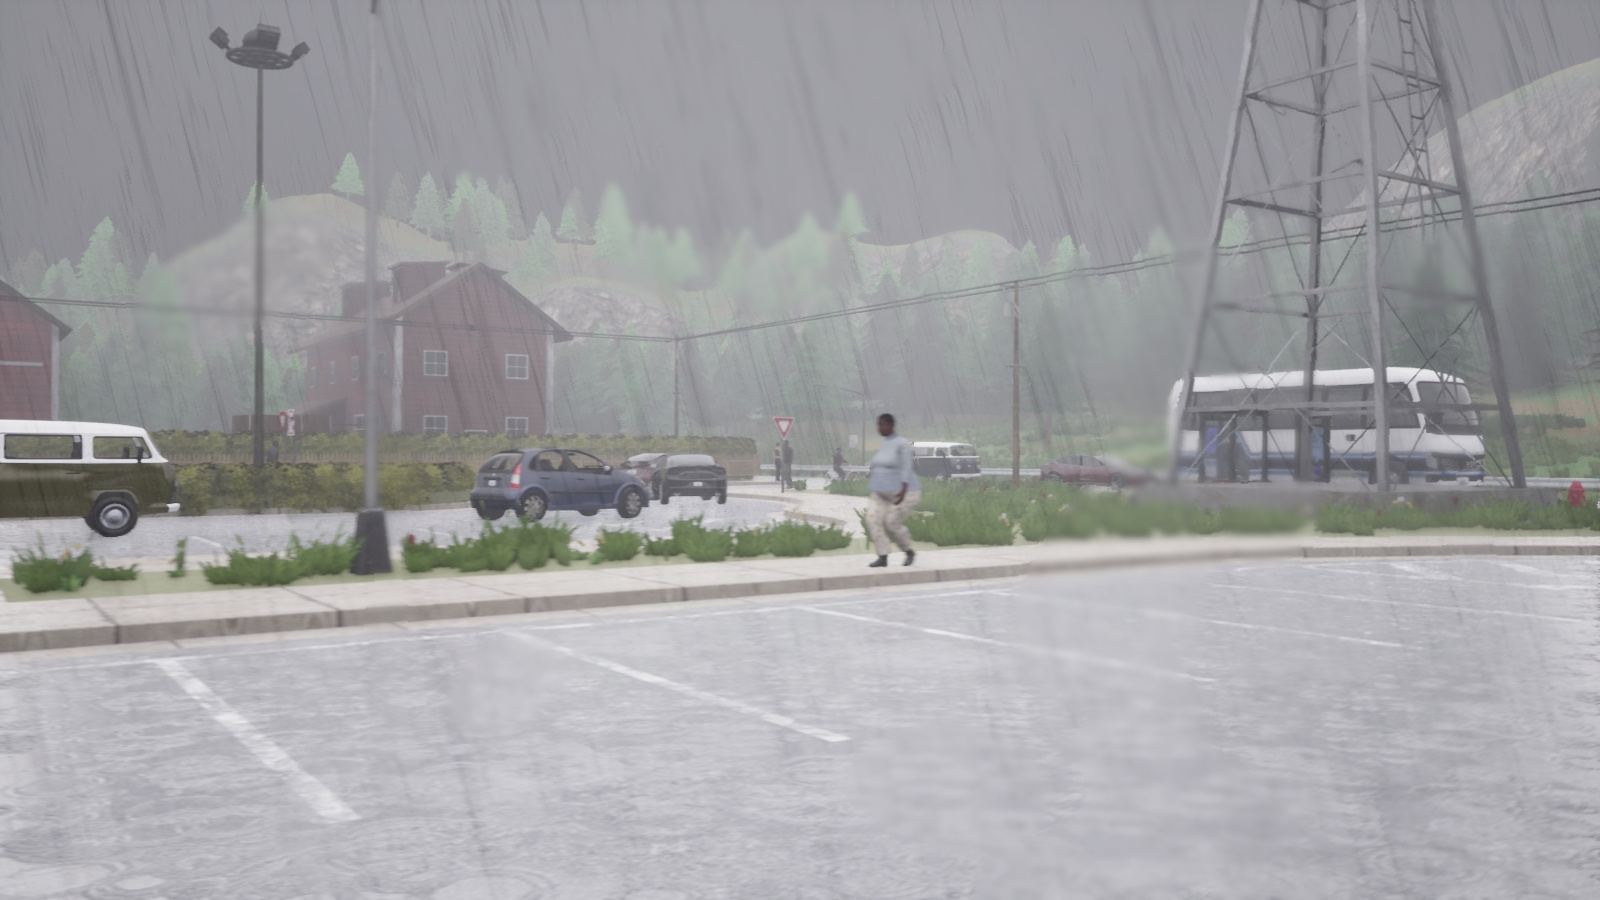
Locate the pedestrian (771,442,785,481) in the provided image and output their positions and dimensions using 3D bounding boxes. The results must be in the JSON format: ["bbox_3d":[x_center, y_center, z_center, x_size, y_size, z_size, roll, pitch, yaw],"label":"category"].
[{"bbox_3d":[-1.037,0.547,59.210,0.345,1.836,0.594,0,0,41],"label":"pedestrian"}]

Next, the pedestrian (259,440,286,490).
[{"bbox_3d":[-19.739,0.557,47.008,0.849,1.883,0.563,0,0,-33],"label":"pedestrian"}]

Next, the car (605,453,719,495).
[{"bbox_3d":[-5.145,0.872,47.465,2.163,1.488,4.792,0,0,24],"label":"car"}]

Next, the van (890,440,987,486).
[{"bbox_3d":[6.355,0.598,58.243,2.069,2.038,4.480,0,0,-34],"label":"van"}]

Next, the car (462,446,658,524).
[{"bbox_3d":[-5.292,0.723,28.001,1.851,1.617,3.988,0,0,42],"label":"car"}]

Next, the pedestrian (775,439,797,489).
[{"bbox_3d":[-0.515,0.514,46.105,0.703,1.840,0.431,0,0,-41],"label":"pedestrian"}]

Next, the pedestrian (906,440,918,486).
[{"bbox_3d":[4.533,0.515,50.655,0.345,1.836,0.594,0,0,19],"label":"pedestrian"}]

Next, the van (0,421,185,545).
[{"bbox_3d":[-13.273,0.549,21.705,4.480,2.038,2.069,0,0,-34],"label":"van"}]

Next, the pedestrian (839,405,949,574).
[{"bbox_3d":[1.072,0.433,14.348,0.900,1.855,0.874,0,0,-35],"label":"pedestrian"}]

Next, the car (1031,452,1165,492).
[{"bbox_3d":[11.808,0.842,49.985,2.163,1.488,4.792,0,0,-44],"label":"car"}]

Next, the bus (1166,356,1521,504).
[{"bbox_3d":[17.539,-0.567,41.551,3.944,4.253,10.273,0,0,-34],"label":"bus"}]

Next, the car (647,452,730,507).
[{"bbox_3d":[-3.415,0.822,37.631,1.882,1.535,5.008,0,0,-12],"label":"car"}]
